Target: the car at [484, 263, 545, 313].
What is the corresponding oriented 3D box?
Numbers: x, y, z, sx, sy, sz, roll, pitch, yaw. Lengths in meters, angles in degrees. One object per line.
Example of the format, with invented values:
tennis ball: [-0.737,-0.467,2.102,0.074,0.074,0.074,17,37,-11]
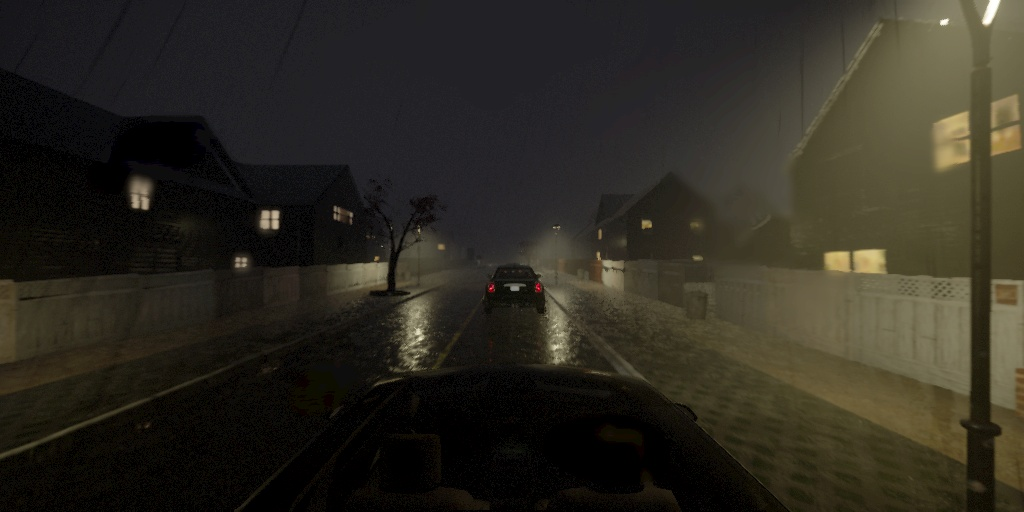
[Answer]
car: [0.095,1.107,14.054,2.097,1.767,4.553,0,0,0]
